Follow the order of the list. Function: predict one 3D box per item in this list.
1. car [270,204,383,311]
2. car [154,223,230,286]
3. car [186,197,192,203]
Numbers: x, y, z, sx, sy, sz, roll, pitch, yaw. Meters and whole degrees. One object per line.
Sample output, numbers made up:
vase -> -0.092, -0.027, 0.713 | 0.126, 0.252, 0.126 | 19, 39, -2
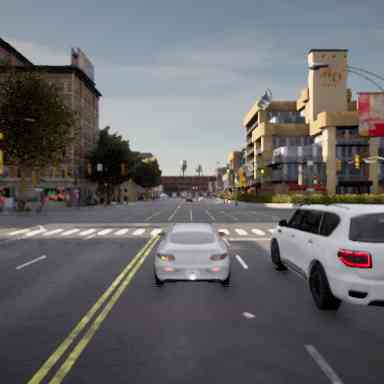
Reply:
car -> 3.507, 1.285, 8.015 | 2.150, 2.045, 5.566 | 0, 0, 0
car -> 0.002, 1.598, 9.506 | 1.812, 1.442, 4.674 | 0, 0, 0
car -> -0.825, 2.185, 91.383 | 1.837, 1.490, 4.892 | 0, 0, -1
